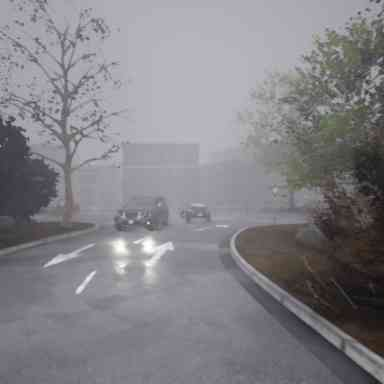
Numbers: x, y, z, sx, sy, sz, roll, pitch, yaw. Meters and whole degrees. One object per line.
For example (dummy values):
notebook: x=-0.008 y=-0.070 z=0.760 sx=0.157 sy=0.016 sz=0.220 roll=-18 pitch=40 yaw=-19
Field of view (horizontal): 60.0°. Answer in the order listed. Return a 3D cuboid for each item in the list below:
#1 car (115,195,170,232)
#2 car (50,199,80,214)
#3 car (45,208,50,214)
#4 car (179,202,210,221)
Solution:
car: x=-2.869 y=1.230 z=20.620 sx=2.150 sy=2.045 sz=5.566 roll=0 pitch=0 yaw=9
car: x=-15.005 y=1.616 z=40.125 sx=2.185 sy=1.767 sz=4.553 roll=-2 pitch=0 yaw=-6
car: x=-18.020 y=1.832 z=39.816 sx=2.097 sy=1.535 sz=5.008 roll=-2 pitch=0 yaw=-6
car: x=0.195 y=1.483 z=26.569 sx=1.812 sy=1.442 sz=4.674 roll=0 pitch=0 yaw=-10
